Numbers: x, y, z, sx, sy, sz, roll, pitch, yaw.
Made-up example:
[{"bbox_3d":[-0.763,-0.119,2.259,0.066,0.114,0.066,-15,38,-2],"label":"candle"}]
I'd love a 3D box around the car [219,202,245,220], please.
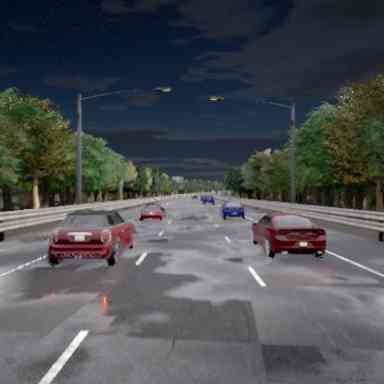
[{"bbox_3d":[3.601,1.637,30.477,1.882,1.535,5.008,0,0,0],"label":"car"}]

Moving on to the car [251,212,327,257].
[{"bbox_3d":[3.601,1.547,13.219,1.882,1.535,5.008,0,0,0],"label":"car"}]

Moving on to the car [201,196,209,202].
[{"bbox_3d":[3.527,1.955,91.033,1.882,1.535,5.008,0,0,0],"label":"car"}]

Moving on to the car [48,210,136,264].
[{"bbox_3d":[-3.400,1.416,12.183,2.097,1.767,4.553,0,0,0],"label":"car"}]

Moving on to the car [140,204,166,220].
[{"bbox_3d":[-3.398,1.719,29.610,1.994,1.385,4.181,0,0,0],"label":"car"}]

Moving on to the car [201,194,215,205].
[{"bbox_3d":[3.502,1.582,69.110,2.150,2.045,5.566,0,0,0],"label":"car"}]
